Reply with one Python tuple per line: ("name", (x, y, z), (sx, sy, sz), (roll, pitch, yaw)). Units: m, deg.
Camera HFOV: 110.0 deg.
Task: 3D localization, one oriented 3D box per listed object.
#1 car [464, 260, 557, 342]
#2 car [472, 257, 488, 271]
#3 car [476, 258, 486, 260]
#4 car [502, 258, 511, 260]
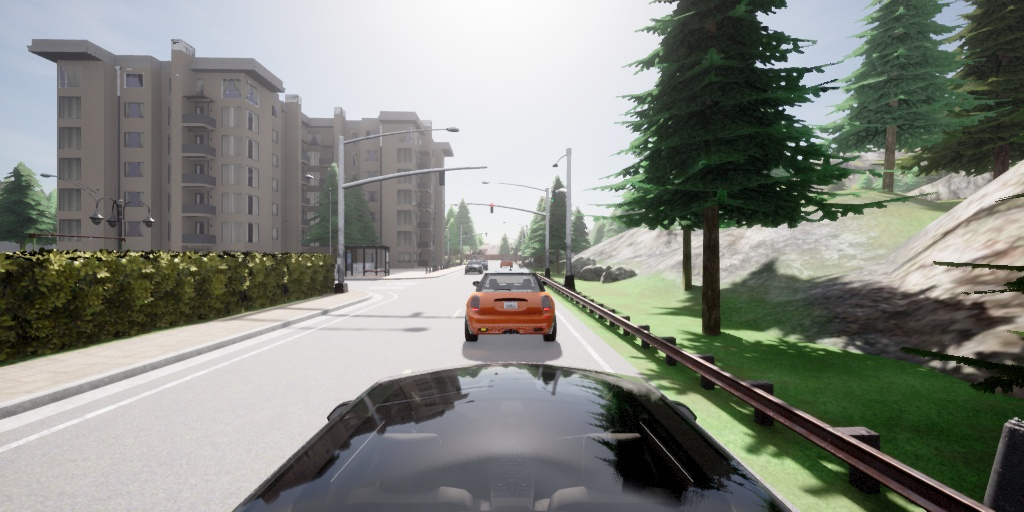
("car", (-0.052, 1.102, 9.975), (2.097, 1.767, 4.553), (0, 0, -1))
("car", (-4.448, 1.102, 50.672), (2.097, 1.767, 4.553), (0, 0, -2))
("car", (-4.265, 1.255, 40.761), (1.837, 1.490, 4.892), (0, 0, -1))
("car", (-0.926, 1.102, 61.232), (2.097, 1.767, 4.553), (0, 0, -1))
